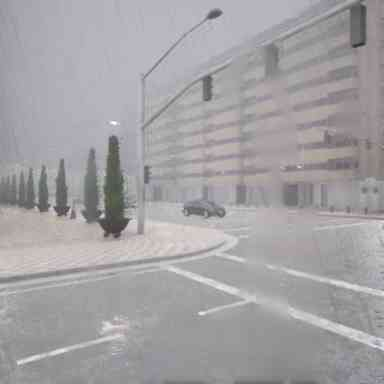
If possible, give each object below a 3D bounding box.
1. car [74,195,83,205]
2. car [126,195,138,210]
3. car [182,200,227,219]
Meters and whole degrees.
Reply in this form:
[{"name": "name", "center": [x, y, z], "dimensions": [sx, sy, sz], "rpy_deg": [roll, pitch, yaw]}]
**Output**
[{"name": "car", "center": [-18.414, 1.603, 56.729], "dimensions": [1.895, 1.301, 4.718], "rpy_deg": [0, 0, -35]}, {"name": "car", "center": [-8.248, 1.441, 42.142], "dimensions": [2.128, 1.511, 4.902], "rpy_deg": [0, 0, -35]}, {"name": "car", "center": [1.020, 1.454, 28.981], "dimensions": [1.837, 1.490, 4.892], "rpy_deg": [0, 0, -35]}]
